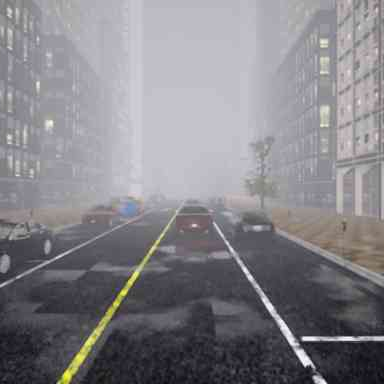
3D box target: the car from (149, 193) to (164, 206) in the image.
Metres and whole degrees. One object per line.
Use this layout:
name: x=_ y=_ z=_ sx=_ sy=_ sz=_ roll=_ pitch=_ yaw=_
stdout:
car: x=-5.681 y=1.190 z=49.855 sx=1.967 sy=1.590 sz=4.097 roll=0 pitch=0 yaw=0

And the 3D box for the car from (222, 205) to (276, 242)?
car: x=2.695 y=1.490 z=15.689 sx=1.947 sy=1.339 sz=4.313 roll=0 pitch=0 yaw=0

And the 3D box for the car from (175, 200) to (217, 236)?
car: x=0.102 y=1.391 z=17.843 sx=1.882 sy=1.535 sz=5.008 roll=0 pitch=0 yaw=0

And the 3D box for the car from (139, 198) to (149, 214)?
car: x=-5.683 y=1.421 z=32.780 sx=1.802 sy=1.307 sz=4.206 roll=0 pitch=0 yaw=0

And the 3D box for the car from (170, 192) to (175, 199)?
car: x=-5.678 y=1.092 z=83.837 sx=1.752 sy=1.417 sz=4.829 roll=0 pitch=0 yaw=0

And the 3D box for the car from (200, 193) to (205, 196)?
car: x=2.700 y=1.244 z=55.702 sx=1.752 sy=1.417 sz=4.829 roll=0 pitch=0 yaw=0

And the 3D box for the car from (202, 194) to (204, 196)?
car: x=2.699 y=1.332 z=49.840 sx=1.802 sy=1.307 sz=4.206 roll=0 pitch=0 yaw=0

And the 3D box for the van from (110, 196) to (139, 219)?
van: x=-5.683 y=1.209 z=27.087 sx=1.690 sy=1.788 sz=3.998 roll=0 pitch=0 yaw=0

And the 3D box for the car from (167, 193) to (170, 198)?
car: x=-5.680 y=1.255 z=61.241 sx=1.947 sy=1.339 sz=4.313 roll=0 pitch=0 yaw=0

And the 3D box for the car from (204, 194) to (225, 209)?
car: x=2.699 y=1.250 z=38.455 sx=1.967 sy=1.590 sz=4.097 roll=0 pitch=0 yaw=0

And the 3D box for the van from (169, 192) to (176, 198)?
van: x=-5.675 y=0.843 z=95.391 sx=1.690 sy=1.788 sz=3.998 roll=0 pitch=0 yaw=0

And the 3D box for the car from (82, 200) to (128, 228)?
car: x=-5.685 y=1.441 z=21.395 sx=1.887 sy=1.381 sz=4.507 roll=0 pitch=0 yaw=0

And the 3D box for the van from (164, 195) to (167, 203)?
van: x=-5.680 y=1.061 z=55.547 sx=1.690 sy=1.788 sz=3.998 roll=0 pitch=0 yaw=0

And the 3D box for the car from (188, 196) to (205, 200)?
car: x=0.104 y=1.389 z=35.429 sx=1.994 sy=1.385 sz=4.181 roll=0 pitch=0 yaw=0

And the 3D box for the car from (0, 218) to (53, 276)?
car: x=-5.686 y=1.502 z=10.011 sx=2.008 sy=1.369 sz=4.403 roll=0 pitch=0 yaw=0
